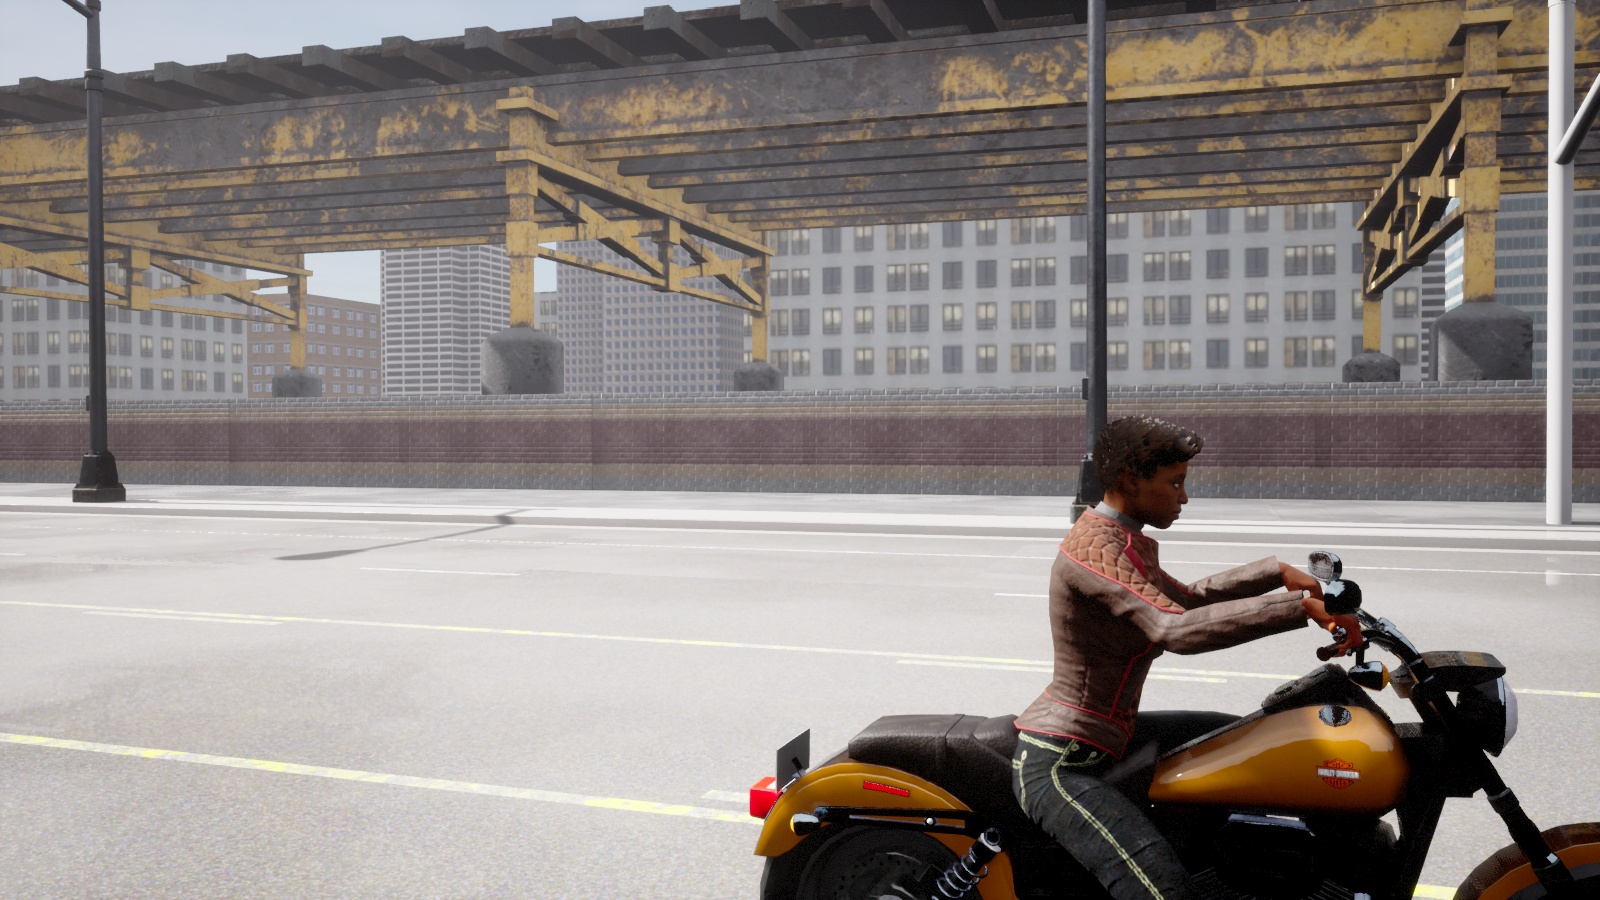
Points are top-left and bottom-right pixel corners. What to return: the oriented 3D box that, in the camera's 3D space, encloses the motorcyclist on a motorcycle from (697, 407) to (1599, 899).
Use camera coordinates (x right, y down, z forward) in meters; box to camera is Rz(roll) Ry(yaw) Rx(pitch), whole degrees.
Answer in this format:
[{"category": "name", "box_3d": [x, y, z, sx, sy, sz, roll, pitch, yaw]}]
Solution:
[{"category": "motorcyclist on a motorcycle", "box_3d": [0.997, 0.734, 2.890, 2.350, 1.649, 0.766, 1, 1, 20]}]
